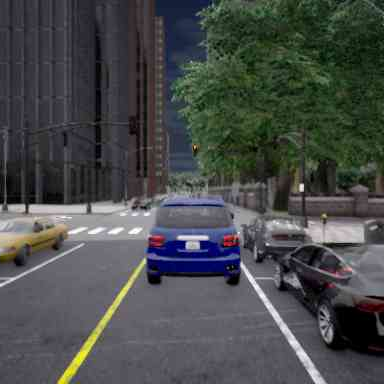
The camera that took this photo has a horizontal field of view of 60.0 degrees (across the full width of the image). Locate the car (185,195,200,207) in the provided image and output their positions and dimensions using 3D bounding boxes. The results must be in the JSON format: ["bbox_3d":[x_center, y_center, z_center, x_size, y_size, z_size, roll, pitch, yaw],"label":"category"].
[{"bbox_3d":[0.096,1.247,48.292,2.128,1.511,4.902,0,0,0],"label":"car"}]

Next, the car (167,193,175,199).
[{"bbox_3d":[-5.772,1.110,92.727,1.887,1.381,4.507,0,0,0],"label":"car"}]

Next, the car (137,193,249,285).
[{"bbox_3d":[0.073,1.169,9.487,2.150,2.045,5.566,0,0,1],"label":"car"}]

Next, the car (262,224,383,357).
[{"bbox_3d":[2.763,1.532,5.990,1.947,1.339,4.313,0,0,0],"label":"car"}]

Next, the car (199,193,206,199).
[{"bbox_3d":[2.754,1.112,87.445,1.752,1.417,4.829,0,0,0],"label":"car"}]

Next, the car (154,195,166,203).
[{"bbox_3d":[-5.769,1.286,59.985,1.802,1.307,4.206,0,0,0],"label":"car"}]

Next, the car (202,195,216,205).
[{"bbox_3d":[2.757,1.279,54.536,2.008,1.369,4.403,0,0,0],"label":"car"}]

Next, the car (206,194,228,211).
[{"bbox_3d":[2.759,1.116,38.166,2.192,1.841,5.009,0,0,0],"label":"car"}]

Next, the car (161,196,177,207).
[{"bbox_3d":[-3.091,1.291,45.952,1.812,1.442,4.674,0,0,0],"label":"car"}]

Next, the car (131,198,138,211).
[{"bbox_3d":[-5.766,1.366,38.157,1.947,1.339,4.313,0,0,0],"label":"car"}]

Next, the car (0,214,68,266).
[{"bbox_3d":[-5.763,1.462,11.322,1.752,1.417,4.829,0,0,0],"label":"car"}]

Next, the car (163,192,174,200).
[{"bbox_3d":[-5.771,0.924,81.812,2.192,1.841,5.009,0,0,0],"label":"car"}]

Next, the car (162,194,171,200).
[{"bbox_3d":[-5.770,1.215,76.356,1.802,1.307,4.206,0,0,0],"label":"car"}]

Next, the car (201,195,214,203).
[{"bbox_3d":[2.757,1.255,59.993,2.008,1.369,4.403,0,0,0],"label":"car"}]

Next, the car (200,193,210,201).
[{"bbox_3d":[2.756,1.097,70.905,1.967,1.590,4.097,0,0,0],"label":"car"}]

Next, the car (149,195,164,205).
[{"bbox_3d":[-5.768,1.279,54.528,2.008,1.369,4.403,0,0,0],"label":"car"}]

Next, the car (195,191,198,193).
[{"bbox_3d":[-0.008,1.121,79.117,1.837,1.490,4.892,0,0,0],"label":"car"}]

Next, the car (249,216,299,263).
[{"bbox_3d":[2.762,1.487,11.503,2.008,1.369,4.403,0,0,0],"label":"car"}]
